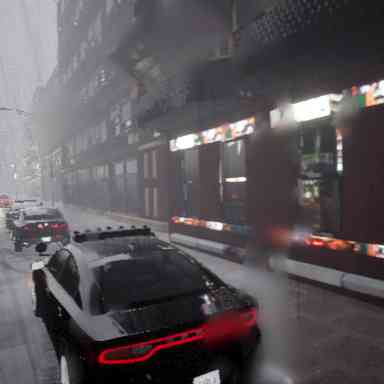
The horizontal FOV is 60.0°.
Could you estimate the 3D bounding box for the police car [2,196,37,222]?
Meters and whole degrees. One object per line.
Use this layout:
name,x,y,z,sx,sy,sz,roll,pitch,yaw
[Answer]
police car,-9.355,1.255,18.728,1.930,1.638,5.238,-2,1,-31

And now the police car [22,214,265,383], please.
police car,-1.200,1.339,4.962,1.930,1.638,5.238,-2,1,-31

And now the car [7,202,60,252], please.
car,-6.239,1.366,13.473,1.837,1.490,4.892,-2,1,-31

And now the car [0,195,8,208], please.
car,-21.919,1.094,38.391,2.097,1.767,4.553,-2,1,-30
